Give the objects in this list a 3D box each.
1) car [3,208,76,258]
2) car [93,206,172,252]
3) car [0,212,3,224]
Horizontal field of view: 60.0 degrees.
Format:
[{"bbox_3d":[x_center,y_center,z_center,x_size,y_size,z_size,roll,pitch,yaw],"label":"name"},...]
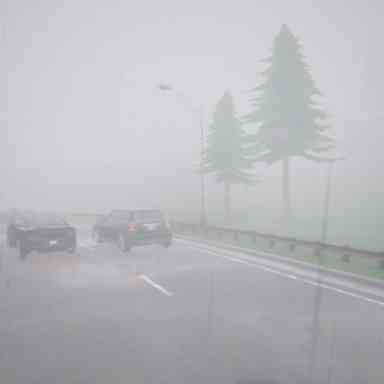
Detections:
[{"bbox_3d":[-6.227,1.610,13.535,1.882,1.535,5.008,0,0,-35],"label":"car"},{"bbox_3d":[-2.778,1.457,14.710,2.097,1.767,4.553,0,0,-35],"label":"car"},{"bbox_3d":[-13.429,1.869,25.726,4.718,1.301,1.895,-1,0,36],"label":"car"}]
